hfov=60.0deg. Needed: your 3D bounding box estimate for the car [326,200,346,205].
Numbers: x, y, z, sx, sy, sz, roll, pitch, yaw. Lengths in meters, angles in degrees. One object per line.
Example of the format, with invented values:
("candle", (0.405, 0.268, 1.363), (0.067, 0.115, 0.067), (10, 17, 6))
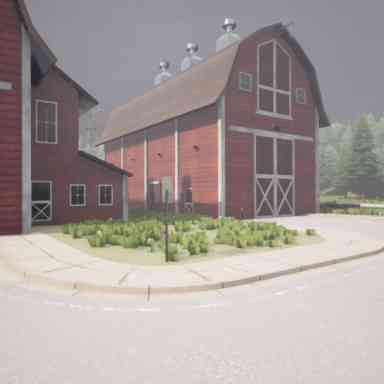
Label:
("car", (17.603, 1.649, 39.852), (1.895, 1.301, 4.718), (0, 0, -34))
